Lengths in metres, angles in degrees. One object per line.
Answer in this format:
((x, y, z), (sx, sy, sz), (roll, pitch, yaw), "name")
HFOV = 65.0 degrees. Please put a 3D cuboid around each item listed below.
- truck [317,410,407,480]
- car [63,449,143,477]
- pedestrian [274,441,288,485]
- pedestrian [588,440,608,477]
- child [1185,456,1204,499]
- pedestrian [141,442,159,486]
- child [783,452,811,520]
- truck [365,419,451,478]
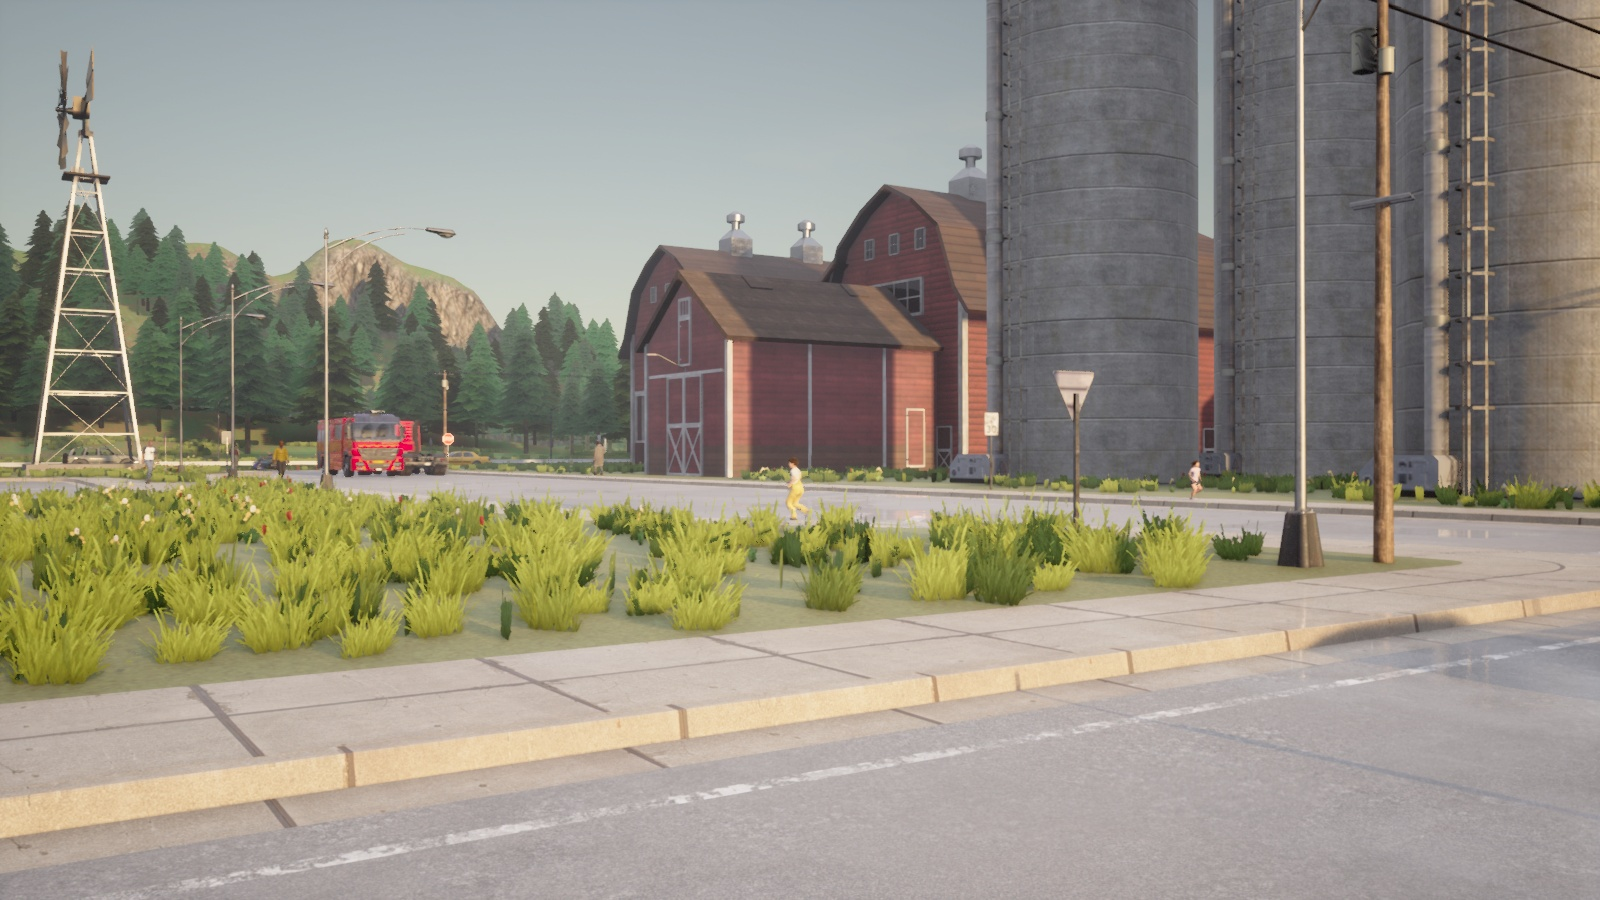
((-25.631, -0.262, 73.190), (2.891, 3.827, 8.468), (0, 0, -34), "truck")
((-47.239, 0.855, 85.081), (4.605, 1.855, 1.932), (0, 0, -33), "car")
((-21.887, 0.536, 52.963), (0.370, 1.835, 0.726), (0, 0, -34), "pedestrian")
((-10.715, 0.462, 66.505), (0.659, 1.952, 0.873), (0, 0, -41), "pedestrian")
((10.328, 0.713, 32.848), (0.255, 1.110, 0.394), (0, 0, -30), "child")
((-26.961, 0.572, 52.064), (0.706, 1.836, 0.354), (0, 0, 34), "pedestrian")
((-0.057, 0.680, 23.655), (0.437, 1.263, 0.270), (0, 0, 26), "child")
((-24.193, -0.089, 77.278), (2.891, 3.462, 7.936), (0, 0, -34), "truck")
